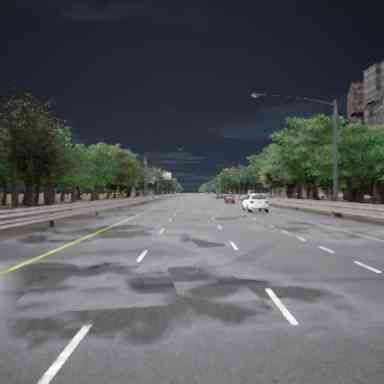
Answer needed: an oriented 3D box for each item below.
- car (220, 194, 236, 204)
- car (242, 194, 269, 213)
[{"bbox_3d":[7.094,1.530,64.197,1.812,1.442,4.674,0,0,0],"label":"car"},{"bbox_3d":[7.043,1.226,37.178,2.150,2.045,5.566,0,0,0],"label":"car"}]
